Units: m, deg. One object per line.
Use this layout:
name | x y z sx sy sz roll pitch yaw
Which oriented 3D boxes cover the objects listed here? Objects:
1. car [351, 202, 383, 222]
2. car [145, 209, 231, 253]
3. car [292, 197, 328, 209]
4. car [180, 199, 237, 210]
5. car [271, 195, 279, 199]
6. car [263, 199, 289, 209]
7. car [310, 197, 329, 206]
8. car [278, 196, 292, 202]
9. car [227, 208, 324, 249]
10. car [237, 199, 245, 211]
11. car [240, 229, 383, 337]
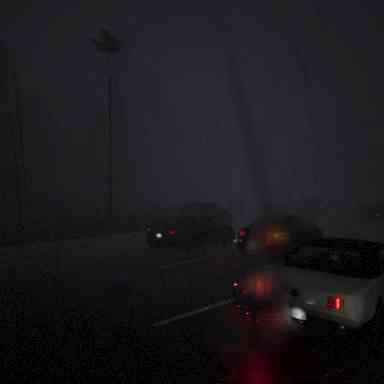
car | 14.130 1.526 26.552 1.882 1.535 5.008 0 0 15
car | 0.039 1.628 14.140 1.994 1.385 4.181 0 0 41
car | 11.816 1.443 33.679 2.097 1.767 4.553 0 0 8
car | 0.821 1.443 21.279 2.097 1.767 4.553 -1 0 31
car | 23.334 1.627 92.737 2.097 1.767 4.553 0 0 4
car | 8.682 1.714 35.230 1.895 1.301 4.718 0 0 6
car | 22.012 1.670 57.468 1.812 1.442 4.674 0 0 4
car | 22.288 1.668 78.264 1.895 1.301 4.718 0 0 4
car | 3.467 1.567 12.822 1.812 1.442 4.674 0 0 39
car | 5.851 1.643 43.963 1.882 1.535 5.008 0 0 4
car | 3.227 1.617 6.776 1.895 1.301 4.718 0 0 45
